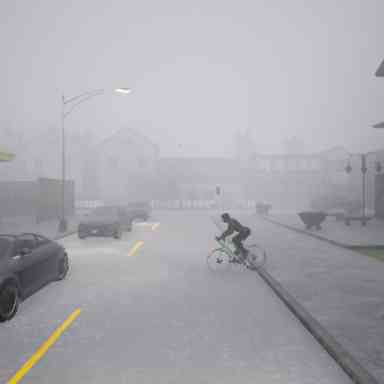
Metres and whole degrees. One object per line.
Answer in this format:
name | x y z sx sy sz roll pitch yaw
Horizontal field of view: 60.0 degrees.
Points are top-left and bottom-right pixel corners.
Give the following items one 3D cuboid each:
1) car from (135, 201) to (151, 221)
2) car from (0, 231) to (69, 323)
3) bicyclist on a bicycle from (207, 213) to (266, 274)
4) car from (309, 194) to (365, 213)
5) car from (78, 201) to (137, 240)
car | -4.406 1.497 27.062 1.837 1.490 4.892 0 0 -1
car | -4.186 1.562 7.033 1.994 1.385 4.181 0 0 -1
bicyclist on a bicycle | 1.172 1.397 9.212 1.656 1.620 0.582 -6 -5 0
car | 15.667 1.211 36.175 5.566 2.045 2.150 0 0 1
car | -4.329 1.473 17.188 1.882 1.535 5.008 0 0 -1
